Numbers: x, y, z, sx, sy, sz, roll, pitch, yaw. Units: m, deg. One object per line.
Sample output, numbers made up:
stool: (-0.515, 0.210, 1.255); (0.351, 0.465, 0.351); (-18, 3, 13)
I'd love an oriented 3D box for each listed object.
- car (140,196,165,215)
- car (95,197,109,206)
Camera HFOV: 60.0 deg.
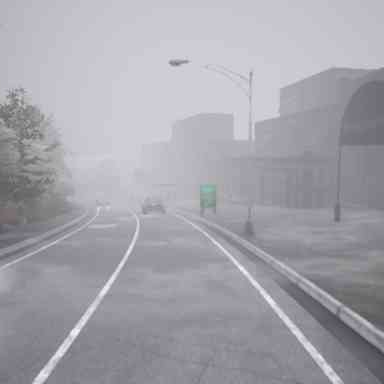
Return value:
car: (-4.026, 1.213, 33.062); (2.097, 1.767, 4.553); (-2, 0, -13)
car: (-14.885, 1.550, 54.938); (1.812, 1.442, 4.674); (-3, 1, -23)
